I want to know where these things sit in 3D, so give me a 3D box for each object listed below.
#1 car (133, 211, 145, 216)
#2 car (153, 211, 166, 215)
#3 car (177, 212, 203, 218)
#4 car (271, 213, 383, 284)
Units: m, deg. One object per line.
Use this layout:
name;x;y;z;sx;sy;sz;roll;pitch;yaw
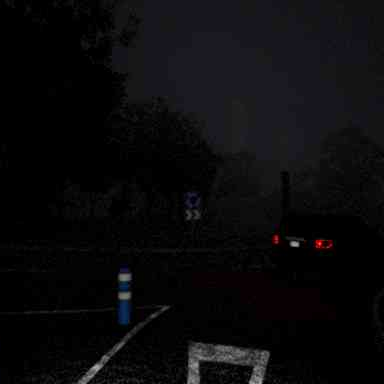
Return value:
car;-13.149;5.659;85.640;2.128;1.511;4.902;1;-5;-19
car;-9.511;6.094;91.989;4.892;1.521;2.231;1;-5;-19
car;-0.416;4.051;61.446;4.892;1.490;1.837;0;-2;24
car;5.021;1.786;11.778;5.566;2.045;2.150;4;-4;-43
